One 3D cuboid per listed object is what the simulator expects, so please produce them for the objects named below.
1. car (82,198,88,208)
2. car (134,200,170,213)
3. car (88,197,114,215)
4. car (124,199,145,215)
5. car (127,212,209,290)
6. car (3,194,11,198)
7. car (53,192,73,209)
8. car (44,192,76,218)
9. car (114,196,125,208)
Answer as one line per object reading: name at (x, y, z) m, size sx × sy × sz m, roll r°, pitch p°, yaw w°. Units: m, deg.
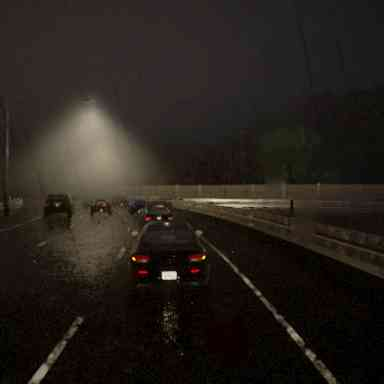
car at (-13.223, 1.395, 43.572) m, size 1.994 × 1.385 × 4.181 m, roll 0°, pitch 0°, yaw -24°
car at (-2.270, 1.464, 20.426) m, size 2.033 × 1.411 × 5.357 m, roll 0°, pitch 0°, yaw -12°
car at (-8.784, 1.378, 32.003) m, size 1.837 × 1.490 × 4.892 m, roll 0°, pitch 0°, yaw -16°
car at (-5.105, 1.398, 31.853) m, size 1.812 × 1.442 × 4.674 m, roll 0°, pitch 0°, yaw -16°
car at (-0.655, 1.489, 8.899) m, size 1.812 × 1.442 × 4.674 m, roll 0°, pitch 0°, yaw -5°
car at (-47.863, 1.086, 82.645) m, size 4.902 × 1.511 × 2.128 m, roll 0°, pitch 0°, yaw 36°
car at (-16.848, 1.060, 43.145) m, size 2.150 × 2.045 × 5.566 m, roll 0°, pitch 1°, yaw -24°
car at (-11.505, 1.112, 29.079) m, size 2.150 × 2.045 × 5.566 m, roll 0°, pitch 0°, yaw -16°
car at (-10.064, 1.328, 45.088) m, size 1.837 × 1.490 × 4.892 m, roll 0°, pitch 1°, yaw -24°
